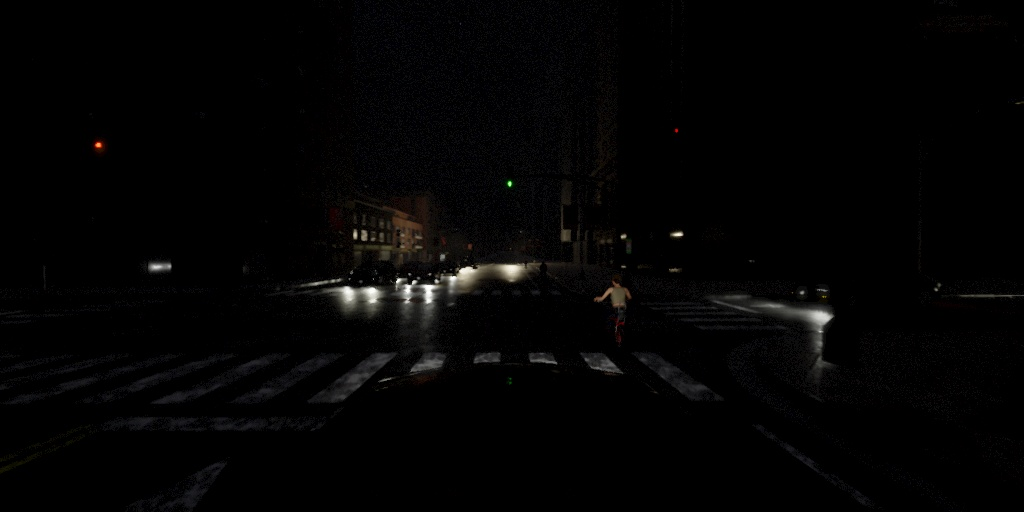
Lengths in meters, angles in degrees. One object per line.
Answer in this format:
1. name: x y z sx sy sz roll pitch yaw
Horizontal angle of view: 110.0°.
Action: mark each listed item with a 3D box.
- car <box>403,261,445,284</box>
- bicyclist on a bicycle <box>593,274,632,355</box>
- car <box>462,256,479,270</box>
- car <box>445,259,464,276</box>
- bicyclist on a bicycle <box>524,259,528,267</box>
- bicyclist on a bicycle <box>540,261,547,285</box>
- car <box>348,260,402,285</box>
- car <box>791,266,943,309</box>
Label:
1. car: -6.594 1.289 27.429 1.812 1.442 4.674 0 0 -1
2. bicyclist on a bicycle: 2.225 1.190 7.729 0.866 1.612 1.509 0 0 0
3. car: -6.568 0.996 54.072 2.150 2.045 5.566 0 0 0
4. car: -6.598 1.273 37.576 1.837 1.490 4.892 0 0 0
5. bicyclist on a bicycle: 2.255 1.209 58.040 0.866 1.612 1.509 0 0 0
6. bicyclist on a bicycle: 2.244 1.215 25.444 0.582 1.620 1.656 0 0 0
7. car: -9.895 1.114 25.822 2.097 1.767 4.553 0 0 1
8. car: 13.611 1.161 13.903 4.892 1.490 1.837 0 1 -2
